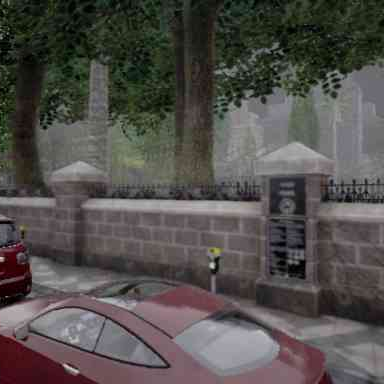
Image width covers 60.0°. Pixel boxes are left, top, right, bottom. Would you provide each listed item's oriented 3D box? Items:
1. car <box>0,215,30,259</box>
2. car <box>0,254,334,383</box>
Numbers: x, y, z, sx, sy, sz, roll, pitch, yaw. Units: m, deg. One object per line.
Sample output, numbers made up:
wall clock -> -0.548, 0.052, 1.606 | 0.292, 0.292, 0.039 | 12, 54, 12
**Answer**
car -> -5.228, 1.334, 6.692 | 5.009, 1.841, 2.192 | 0, 0, 36
car -> -0.730, 1.589, 3.483 | 4.206, 1.307, 1.802 | 0, 0, 36
